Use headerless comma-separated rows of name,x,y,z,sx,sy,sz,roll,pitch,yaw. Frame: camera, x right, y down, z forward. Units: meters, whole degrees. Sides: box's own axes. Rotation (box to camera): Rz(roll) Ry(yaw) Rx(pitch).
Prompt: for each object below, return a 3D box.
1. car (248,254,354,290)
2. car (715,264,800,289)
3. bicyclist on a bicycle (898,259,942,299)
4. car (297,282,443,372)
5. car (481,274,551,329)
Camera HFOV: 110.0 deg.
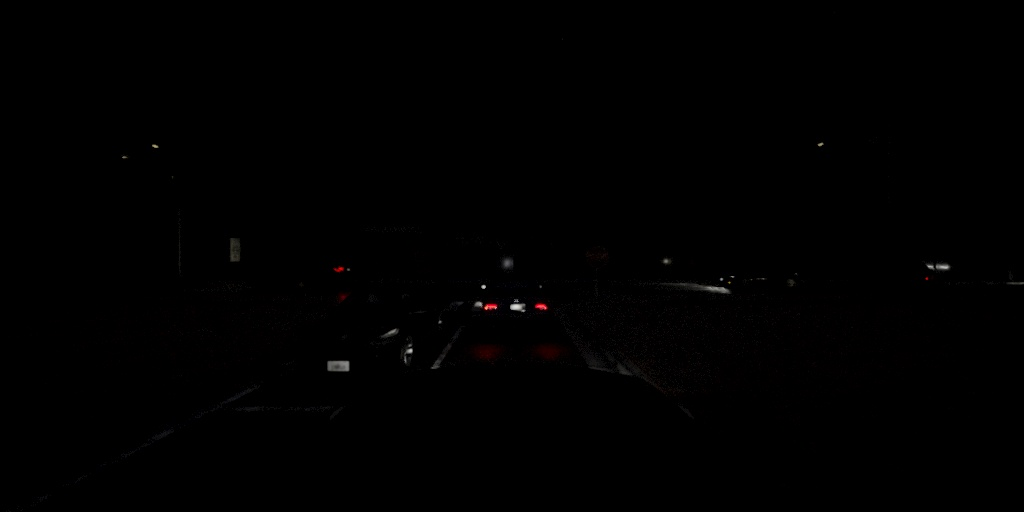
car,-12.314,0.906,21.178,5.566,2.045,2.150,0,0,0
car,14.366,1.188,21.155,4.181,1.385,1.994,0,0,0
bicyclist on a bicycle,17.366,0.962,15.291,0.582,1.620,1.656,0,0,0
car,-2.634,1.289,7.624,1.948,1.339,4.313,0,0,0
car,0.014,1.255,11.045,2.033,1.411,5.357,0,0,-2
